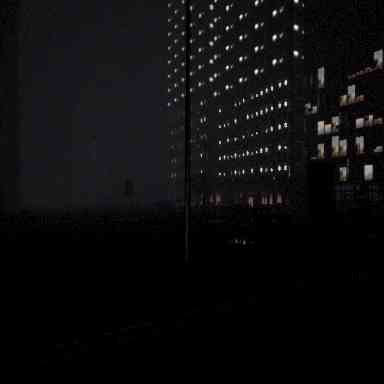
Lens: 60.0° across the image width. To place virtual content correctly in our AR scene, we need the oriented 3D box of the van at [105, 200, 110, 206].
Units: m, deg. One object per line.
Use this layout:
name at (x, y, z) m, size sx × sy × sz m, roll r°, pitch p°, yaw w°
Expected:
van at (-18.206, 2.634, 76.615) m, size 1.690 × 1.788 × 3.998 m, roll -1°, pitch -1°, yaw -26°

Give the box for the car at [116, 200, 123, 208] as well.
car at (-13.259, 2.602, 66.321) m, size 1.752 × 1.417 × 4.829 m, roll -1°, pitch -1°, yaw -26°

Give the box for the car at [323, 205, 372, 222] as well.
car at (13.704, 1.854, 29.544) m, size 2.008 × 1.369 × 4.403 m, roll -1°, pitch -1°, yaw -26°

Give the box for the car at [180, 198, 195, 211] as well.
car at (-1.449, 2.040, 55.136) m, size 2.150 × 2.045 × 5.566 m, roll 0°, pitch -2°, yaw -26°

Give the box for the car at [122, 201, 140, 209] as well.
car at (-10.897, 2.525, 61.404) m, size 2.008 × 1.369 × 4.403 m, roll -1°, pitch -1°, yaw -26°

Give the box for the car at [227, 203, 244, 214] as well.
car at (6.398, 2.168, 44.754) m, size 1.947 × 1.339 × 4.313 m, roll -1°, pitch -1°, yaw -26°

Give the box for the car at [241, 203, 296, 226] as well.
car at (6.150, 1.813, 25.916) m, size 2.008 × 1.369 × 4.403 m, roll -1°, pitch -1°, yaw -26°

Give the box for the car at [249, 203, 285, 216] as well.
car at (8.834, 2.068, 39.684) m, size 1.947 × 1.339 × 4.313 m, roll -1°, pitch -1°, yaw -26°

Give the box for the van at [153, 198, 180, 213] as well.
van at (-3.595, 2.005, 46.198) m, size 1.690 × 1.788 × 3.998 m, roll -1°, pitch -1°, yaw -26°

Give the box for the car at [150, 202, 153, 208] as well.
car at (-7.023, 2.538, 66.729) m, size 1.882 × 1.535 × 5.008 m, roll 0°, pitch -1°, yaw -26°

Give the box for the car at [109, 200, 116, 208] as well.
car at (-15.768, 2.731, 71.544) m, size 1.887 × 1.381 × 4.507 m, roll -1°, pitch -1°, yaw -26°

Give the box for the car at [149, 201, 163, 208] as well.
car at (-8.213, 2.808, 75.171) m, size 1.802 × 1.307 × 4.206 m, roll -1°, pitch -1°, yaw -26°

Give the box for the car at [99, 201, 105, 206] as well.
car at (-23.073, 3.053, 86.751) m, size 1.887 × 1.381 × 4.507 m, roll -1°, pitch -1°, yaw -26°
